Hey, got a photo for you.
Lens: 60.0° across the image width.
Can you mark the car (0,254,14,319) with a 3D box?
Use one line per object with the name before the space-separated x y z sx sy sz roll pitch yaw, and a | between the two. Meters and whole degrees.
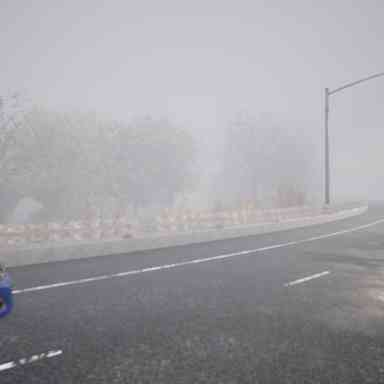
car | -5.432 1.230 4.208 5.566 2.045 2.150 0 0 -35
